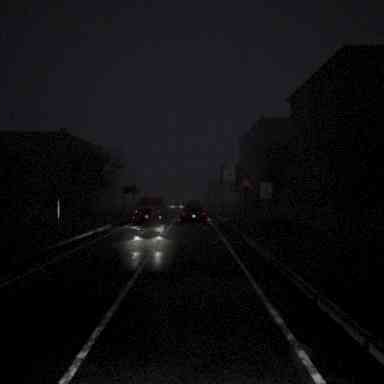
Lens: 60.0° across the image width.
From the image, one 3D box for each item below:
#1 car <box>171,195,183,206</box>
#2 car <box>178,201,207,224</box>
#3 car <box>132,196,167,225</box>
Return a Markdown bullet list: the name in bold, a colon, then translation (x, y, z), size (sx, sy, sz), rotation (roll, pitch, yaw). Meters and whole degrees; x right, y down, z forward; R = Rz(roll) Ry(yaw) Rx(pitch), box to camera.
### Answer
- **car**: translation (-2.979, 1.699, 67.058), size (2.150, 2.045, 5.566), rotation (0, 0, 0)
- **car**: translation (0.114, 1.662, 25.621), size (1.994, 1.385, 4.181), rotation (0, 0, 0)
- **car**: translation (-3.127, 1.337, 25.713), size (2.150, 2.045, 5.566), rotation (-1, 0, 0)
